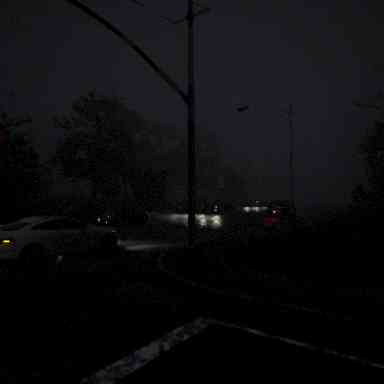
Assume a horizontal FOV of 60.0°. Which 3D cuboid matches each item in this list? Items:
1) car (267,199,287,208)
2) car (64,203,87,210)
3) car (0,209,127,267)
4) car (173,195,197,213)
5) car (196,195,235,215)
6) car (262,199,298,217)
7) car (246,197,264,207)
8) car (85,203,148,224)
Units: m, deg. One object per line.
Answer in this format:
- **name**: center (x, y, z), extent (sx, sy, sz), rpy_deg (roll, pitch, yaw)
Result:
- **car**: center (13.445, 1.754, 52.450), extent (1.994, 1.385, 4.181), rpy_deg (-1, -1, 32)
- **car**: center (-8.271, 1.613, 24.991), extent (1.837, 1.490, 4.892), rpy_deg (-1, 0, 35)
- **car**: center (-4.727, 1.531, 11.521), extent (1.812, 1.442, 4.674), rpy_deg (-1, 0, 36)
- **car**: center (0.139, 1.345, 38.023), extent (2.150, 2.045, 5.566), rpy_deg (-1, 0, 32)
- **car**: center (2.803, 1.441, 35.681), extent (2.097, 1.767, 4.553), rpy_deg (-1, 0, 32)
- **car**: center (8.628, 1.531, 31.620), extent (1.837, 1.490, 4.892), rpy_deg (-1, 0, 32)
- **car**: center (10.546, 1.609, 54.415), extent (2.097, 1.767, 4.553), rpy_deg (-1, -1, 32)
- **car**: center (-5.034, 1.639, 23.521), extent (1.994, 1.385, 4.181), rpy_deg (-1, 0, 33)
